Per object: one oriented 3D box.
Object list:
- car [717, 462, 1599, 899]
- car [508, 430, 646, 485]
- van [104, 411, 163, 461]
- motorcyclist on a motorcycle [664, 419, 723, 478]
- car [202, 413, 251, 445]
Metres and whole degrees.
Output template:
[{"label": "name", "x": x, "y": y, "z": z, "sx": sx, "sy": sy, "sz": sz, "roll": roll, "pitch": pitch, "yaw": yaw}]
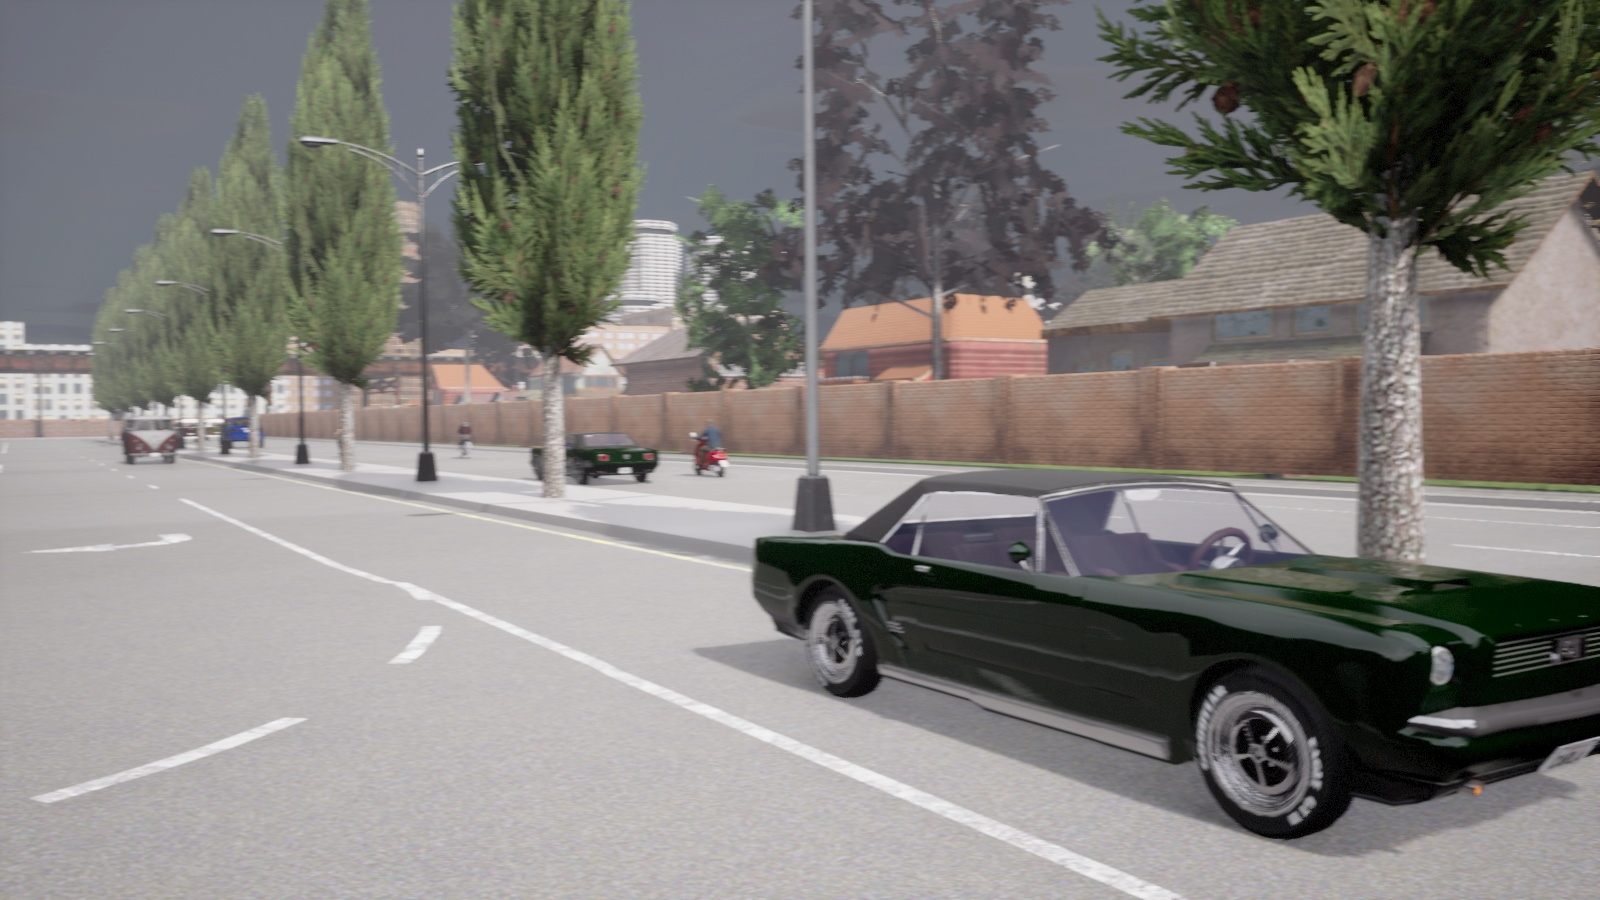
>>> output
[{"label": "car", "x": 1.544, "y": 0.789, "z": 6.493, "sx": 1.895, "sy": 1.301, "sz": 4.718, "roll": -1, "pitch": 1, "yaw": -33}, {"label": "car", "x": -5.928, "y": 0.141, "z": 32.950, "sx": 1.895, "sy": 1.301, "sz": 4.718, "roll": -1, "pitch": 2, "yaw": -33}, {"label": "van", "x": -27.561, "y": -0.615, "z": 51.854, "sx": 1.775, "sy": 1.987, "sz": 4.442, "roll": -1, "pitch": 2, "yaw": -33}, {"label": "motorcyclist on a motorcycle", "x": -2.963, "y": -0.068, "z": 34.805, "sx": 0.866, "sy": 1.590, "sz": 1.817, "roll": -1, "pitch": 2, "yaw": -33}, {"label": "car", "x": -37.754, "y": -1.420, "z": 82.564, "sx": 2.150, "sy": 2.045, "sz": 5.566, "roll": -1, "pitch": 2, "yaw": -33}]
